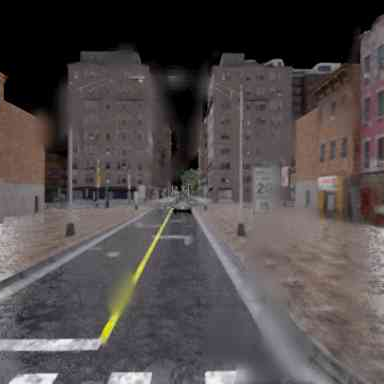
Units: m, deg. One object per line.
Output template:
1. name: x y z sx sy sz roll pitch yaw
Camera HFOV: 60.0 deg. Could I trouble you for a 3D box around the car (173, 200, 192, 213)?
1. car: -1.047 1.618 36.965 1.994 1.385 4.181 0 0 -2
